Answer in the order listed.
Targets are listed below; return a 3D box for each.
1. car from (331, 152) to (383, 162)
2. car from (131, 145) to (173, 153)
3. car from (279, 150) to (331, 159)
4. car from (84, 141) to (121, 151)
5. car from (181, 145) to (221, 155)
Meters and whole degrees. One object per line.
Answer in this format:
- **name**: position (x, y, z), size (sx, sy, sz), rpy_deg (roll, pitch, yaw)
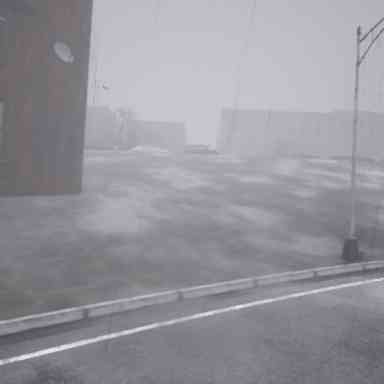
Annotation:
- **car**: position (17.484, -3.516, 36.269), size (4.892, 1.521, 2.231), rpy_deg (3, -2, 1)
- **car**: position (-4.445, -4.430, 36.817), size (4.674, 1.452, 2.002), rpy_deg (2, -2, 1)
- **car**: position (11.971, -3.766, 36.401), size (4.892, 1.521, 2.231), rpy_deg (2, -2, 1)
- **car**: position (-10.107, -4.838, 36.965), size (4.553, 1.767, 2.185), rpy_deg (2, -2, 1)
- **car**: position (1.049, -4.362, 36.682), size (4.553, 1.767, 2.185), rpy_deg (2, -2, 1)
